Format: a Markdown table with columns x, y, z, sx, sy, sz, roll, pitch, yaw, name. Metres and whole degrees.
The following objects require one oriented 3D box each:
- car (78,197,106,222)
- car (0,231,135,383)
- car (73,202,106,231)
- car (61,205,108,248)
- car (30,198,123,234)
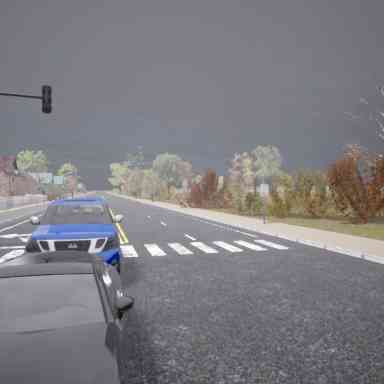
| x | y | z | sx | sy | sz | roll | pitch | yaw | name |
| --- | --- | --- | --- | --- | --- | --- | --- | --- | --- |
| -8.202 | 1.338 | 27.498 | 2.097 | 1.767 | 4.553 | 0 | 0 | -15 | car |
| -1.705 | 1.524 | 3.878 | 1.812 | 1.442 | 4.674 | 0 | 0 | -13 | car |
| -6.625 | 1.468 | 21.769 | 1.882 | 1.535 | 5.008 | 0 | 0 | -16 | car |
| -5.039 | 1.499 | 16.028 | 1.837 | 1.490 | 4.892 | 0 | 0 | -15 | car |
| -3.363 | 1.218 | 9.962 | 2.150 | 2.045 | 5.566 | 0 | 0 | -15 | car |
